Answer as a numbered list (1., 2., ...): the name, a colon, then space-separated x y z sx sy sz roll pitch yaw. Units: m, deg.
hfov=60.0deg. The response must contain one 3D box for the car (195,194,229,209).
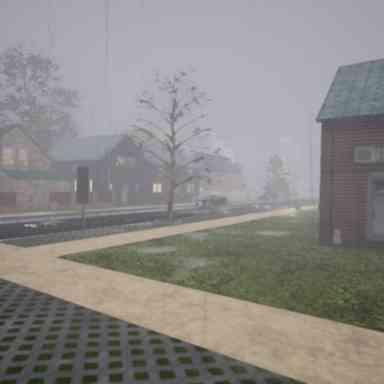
1. car: 2.175 1.005 35.607 2.128 1.511 4.902 2 1 34

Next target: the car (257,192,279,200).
1. car: 11.231 0.622 48.978 1.882 1.535 5.008 2 1 34
